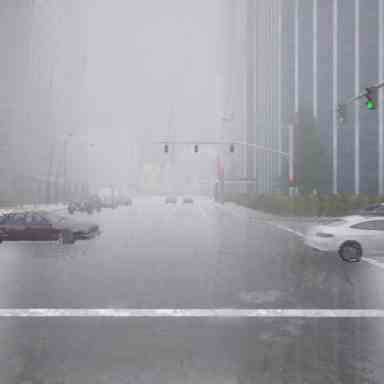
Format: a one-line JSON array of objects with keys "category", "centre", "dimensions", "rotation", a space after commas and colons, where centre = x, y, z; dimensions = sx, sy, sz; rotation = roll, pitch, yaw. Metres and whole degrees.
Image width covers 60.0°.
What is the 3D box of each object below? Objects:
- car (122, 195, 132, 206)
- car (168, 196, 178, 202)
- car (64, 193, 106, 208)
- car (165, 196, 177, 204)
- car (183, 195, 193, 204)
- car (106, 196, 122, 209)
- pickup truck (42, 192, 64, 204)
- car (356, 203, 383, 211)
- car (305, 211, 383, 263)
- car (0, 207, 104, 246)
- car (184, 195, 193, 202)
[{"category": "car", "centre": [-11.244, 1.352, 54.579], "dimensions": [2.097, 1.767, 4.553], "rotation": [0, 0, -1]}, {"category": "car", "centre": [-4.326, 1.540, 75.217], "dimensions": [2.033, 1.411, 5.357], "rotation": [0, 0, 0]}, {"category": "car", "centre": [-11.086, 1.221, 34.843], "dimensions": [2.150, 2.045, 5.566], "rotation": [0, 0, -1]}, {"category": "car", "centre": [-4.142, 1.601, 64.957], "dimensions": [1.895, 1.301, 4.718], "rotation": [0, 0, 0]}, {"category": "car", "centre": [-0.745, 1.526, 65.296], "dimensions": [1.812, 1.442, 4.674], "rotation": [0, 0, 0]}, {"category": "car", "centre": [-11.170, 1.564, 44.372], "dimensions": [1.994, 1.385, 4.181], "rotation": [0, 0, -1]}, {"category": "pickup truck", "centre": [-24.323, 1.059, 59.995], "dimensions": [2.390, 2.098, 6.274], "rotation": [0, 0, 30]}, {"category": "car", "centre": [12.633, 1.505, 22.033], "dimensions": [4.892, 1.490, 1.837], "rotation": [0, 0, 0]}, {"category": "car", "centre": [6.280, 1.526, 11.334], "dimensions": [4.674, 1.442, 1.812], "rotation": [0, 0, 0]}, {"category": "car", "centre": [-6.928, 1.547, 14.796], "dimensions": [5.357, 1.411, 2.033], "rotation": [0, 0, 0]}, {"category": "car", "centre": [-0.830, 1.387, 75.547], "dimensions": [1.882, 1.535, 5.008], "rotation": [0, 0, 0]}]
